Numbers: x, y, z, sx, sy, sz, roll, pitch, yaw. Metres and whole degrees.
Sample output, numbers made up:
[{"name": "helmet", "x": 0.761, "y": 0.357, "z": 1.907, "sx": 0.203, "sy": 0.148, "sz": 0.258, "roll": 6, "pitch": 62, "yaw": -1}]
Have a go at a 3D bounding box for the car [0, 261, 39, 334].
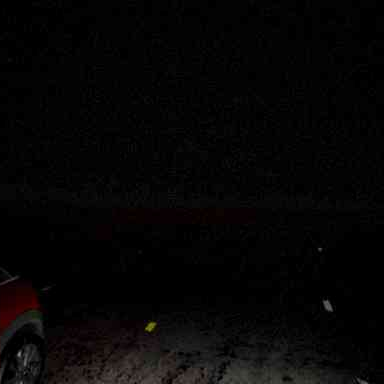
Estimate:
[{"name": "car", "x": -2.895, "y": 1.163, "z": 1.824, "sx": 2.097, "sy": 1.767, "sz": 4.553, "roll": 1, "pitch": 0, "yaw": 9}]
